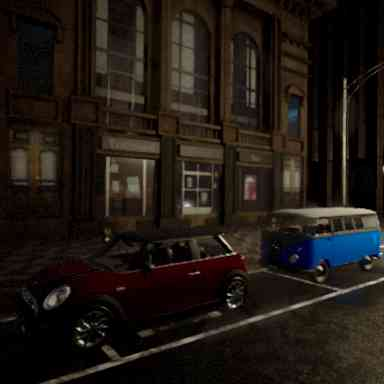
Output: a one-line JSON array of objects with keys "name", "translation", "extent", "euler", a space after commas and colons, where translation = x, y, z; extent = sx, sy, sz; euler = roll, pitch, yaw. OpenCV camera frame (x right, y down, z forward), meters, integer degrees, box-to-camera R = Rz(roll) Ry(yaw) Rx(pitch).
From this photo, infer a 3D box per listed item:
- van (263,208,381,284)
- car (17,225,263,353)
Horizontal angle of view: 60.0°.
[{"name": "van", "translation": [3.670, 1.357, 9.369], "extent": [3.998, 1.788, 1.690], "euler": [0, 1, -35]}, {"name": "car", "translation": [-0.910, 1.445, 6.104], "extent": [4.097, 1.590, 1.967], "euler": [0, 1, -35]}]
